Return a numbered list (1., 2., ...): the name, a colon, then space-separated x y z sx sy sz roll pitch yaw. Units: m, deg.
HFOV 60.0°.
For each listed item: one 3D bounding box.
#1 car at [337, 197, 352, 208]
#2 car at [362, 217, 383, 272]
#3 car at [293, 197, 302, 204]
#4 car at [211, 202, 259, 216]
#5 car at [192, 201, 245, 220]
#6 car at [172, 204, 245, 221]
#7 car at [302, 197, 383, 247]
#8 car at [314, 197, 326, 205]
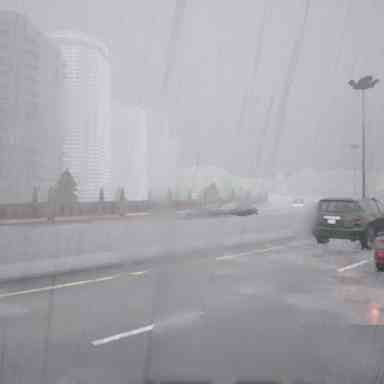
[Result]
1. car: 24.042 1.585 52.569 1.882 1.535 5.008 0 0 22
2. car: 6.923 1.541 9.719 4.674 1.442 1.812 0 0 -42
3. car: 21.389 1.681 66.820 2.128 1.511 4.902 0 0 14
4. car: 3.345 1.551 26.116 1.882 1.535 5.008 0 0 42
5. car: 2.487 1.636 30.319 2.033 1.411 5.357 0 0 41
6. car: 0.723 1.620 18.549 4.181 1.385 1.994 0 0 -43
7. car: 7.436 1.252 14.961 5.566 2.045 2.150 0 0 -44
8. car: 23.466 1.660 61.289 1.812 1.442 4.674 0 0 18
